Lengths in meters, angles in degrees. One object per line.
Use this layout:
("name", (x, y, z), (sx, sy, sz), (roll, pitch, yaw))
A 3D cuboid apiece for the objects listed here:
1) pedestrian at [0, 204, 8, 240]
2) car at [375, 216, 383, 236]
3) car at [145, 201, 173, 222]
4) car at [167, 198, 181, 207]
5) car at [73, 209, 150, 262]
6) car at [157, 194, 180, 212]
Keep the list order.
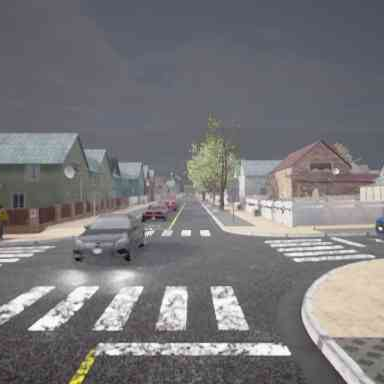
("pedestrian", (-9.700, 1.478, 16.869), (0.375, 1.860, 0.375), (0, 0, 0))
("car", (10.404, 1.203, 14.051), (5.008, 1.535, 1.882), (-2, -1, -2))
("car", (-2.862, 1.629, 26.936), (1.895, 1.301, 4.718), (0, 0, 0))
("car", (-2.841, 1.649, 52.598), (1.895, 1.301, 4.718), (0, 0, 0))
("car", (-2.869, 1.558, 12.418), (1.812, 1.442, 4.674), (-1, -1, 0))
("car", (-2.874, 1.260, 39.870), (2.150, 2.045, 5.566), (0, 0, 0))
